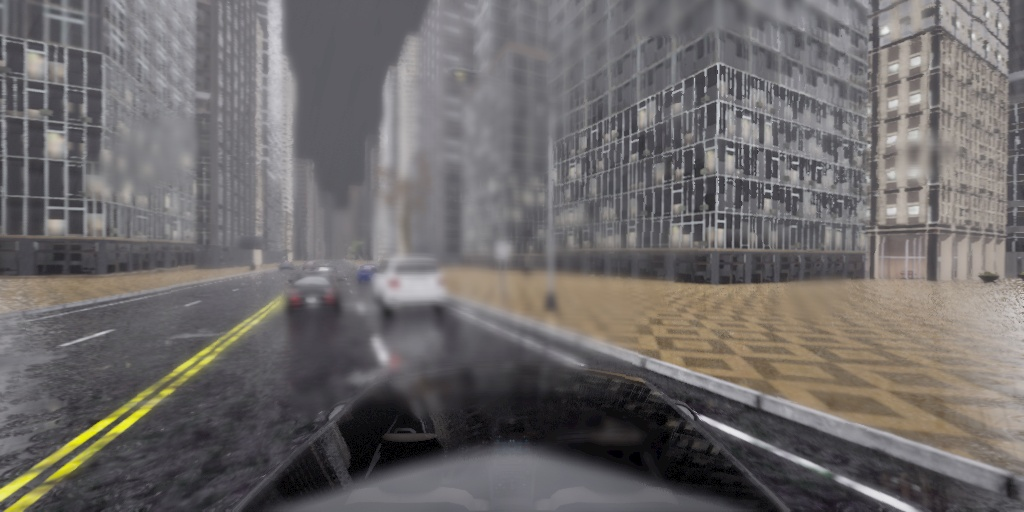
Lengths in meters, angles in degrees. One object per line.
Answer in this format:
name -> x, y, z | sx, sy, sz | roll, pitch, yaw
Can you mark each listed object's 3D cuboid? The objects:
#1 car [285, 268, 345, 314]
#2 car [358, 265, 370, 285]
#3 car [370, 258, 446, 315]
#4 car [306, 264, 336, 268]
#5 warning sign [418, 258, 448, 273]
car -> -7.792, 1.381, 14.350 | 1.812, 1.442, 4.674 | 0, 0, -25
car -> -11.533, 1.462, 29.573 | 1.882, 1.535, 5.008 | 0, 0, -25
car -> -4.296, 1.084, 14.559 | 2.150, 2.045, 5.566 | 0, 0, -26
car -> -13.727, 1.506, 26.604 | 2.033, 1.411, 5.357 | 0, -1, -26
warning sign -> -4.912, 1.041, 22.359 | 1.300, 1.860, 1.060 | 0, 0, -26
